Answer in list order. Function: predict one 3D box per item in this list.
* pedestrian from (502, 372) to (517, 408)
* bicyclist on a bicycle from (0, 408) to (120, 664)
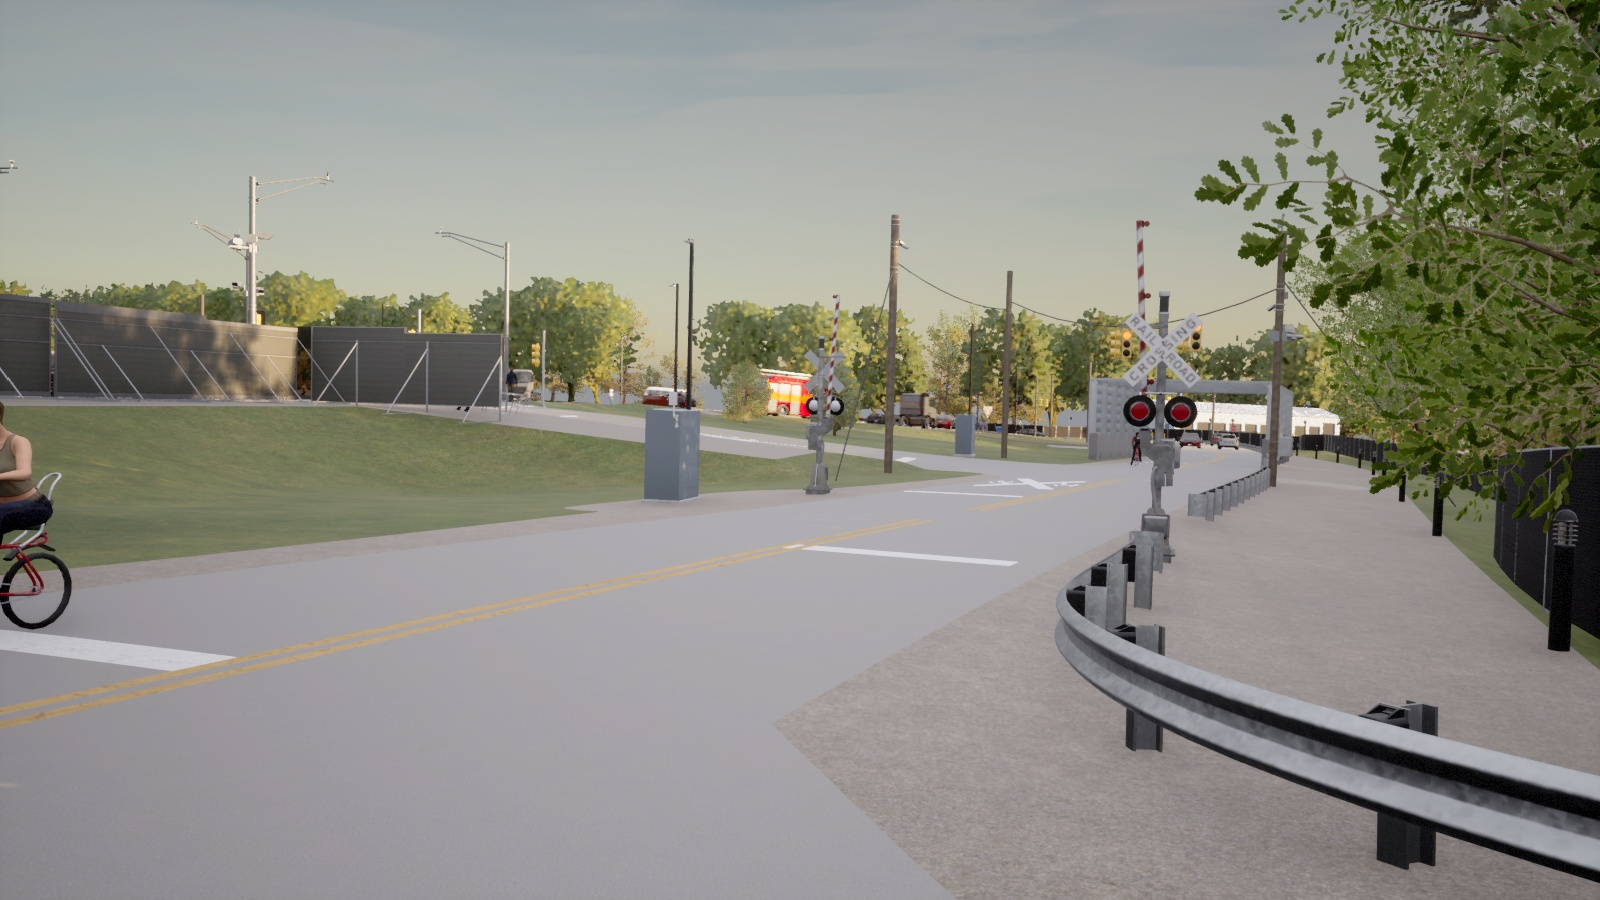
[{"bbox_3d":[-15.091,-3.129,65.259,0.402,1.842,0.726,1,3,17],"label":"pedestrian"},{"bbox_3d":[-5.397,0.536,8.178,0.866,1.612,1.509,1,1,19],"label":"bicyclist on a bicycle"}]
